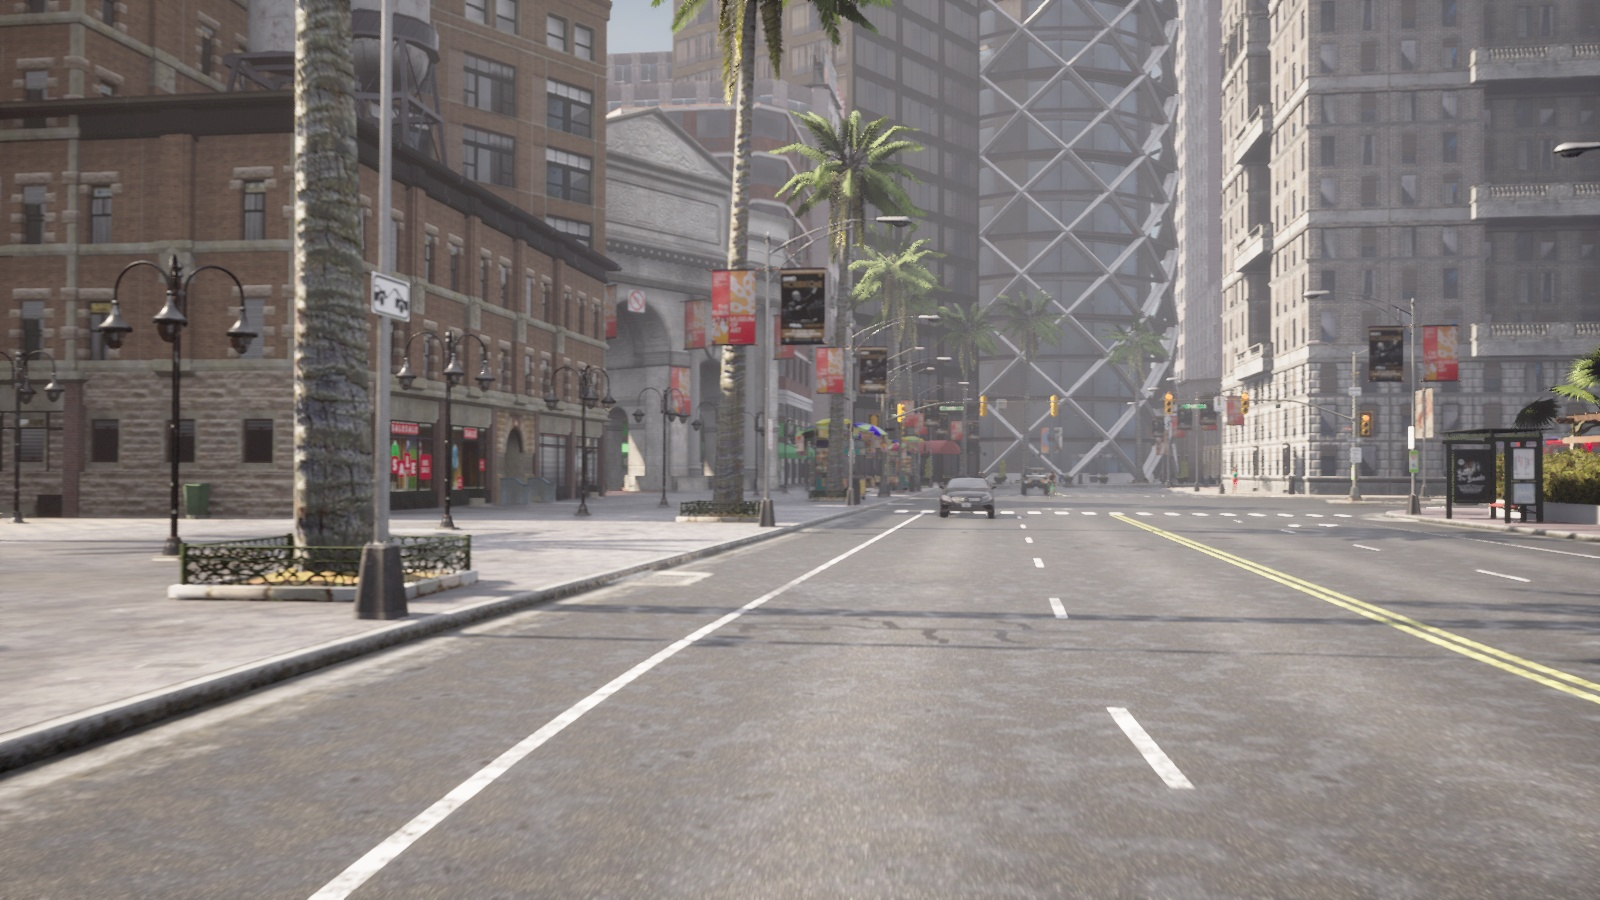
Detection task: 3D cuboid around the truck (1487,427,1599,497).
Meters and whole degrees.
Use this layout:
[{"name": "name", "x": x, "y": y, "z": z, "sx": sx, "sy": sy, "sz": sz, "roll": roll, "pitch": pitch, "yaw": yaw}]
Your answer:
[{"name": "truck", "x": 43.234, "y": 0.669, "z": 69.625, "sx": 8.468, "sy": 3.827, "sz": 2.891, "roll": 0, "pitch": -1, "yaw": 9}]

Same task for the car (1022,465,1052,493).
[{"name": "car", "x": 16.338, "y": 2.007, "z": 86.641, "sx": 1.905, "sy": 1.878, "sz": 3.866, "roll": 0, "pitch": -1, "yaw": 9}]

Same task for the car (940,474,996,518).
[{"name": "car", "x": 5.877, "y": 1.550, "z": 43.559, "sx": 1.812, "sy": 1.442, "sz": 4.674, "roll": 0, "pitch": -1, "yaw": 9}]

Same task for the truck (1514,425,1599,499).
[{"name": "truck", "x": 42.759, "y": 0.612, "z": 66.158, "sx": 8.468, "sy": 3.827, "sz": 2.891, "roll": 0, "pitch": -1, "yaw": 9}]
